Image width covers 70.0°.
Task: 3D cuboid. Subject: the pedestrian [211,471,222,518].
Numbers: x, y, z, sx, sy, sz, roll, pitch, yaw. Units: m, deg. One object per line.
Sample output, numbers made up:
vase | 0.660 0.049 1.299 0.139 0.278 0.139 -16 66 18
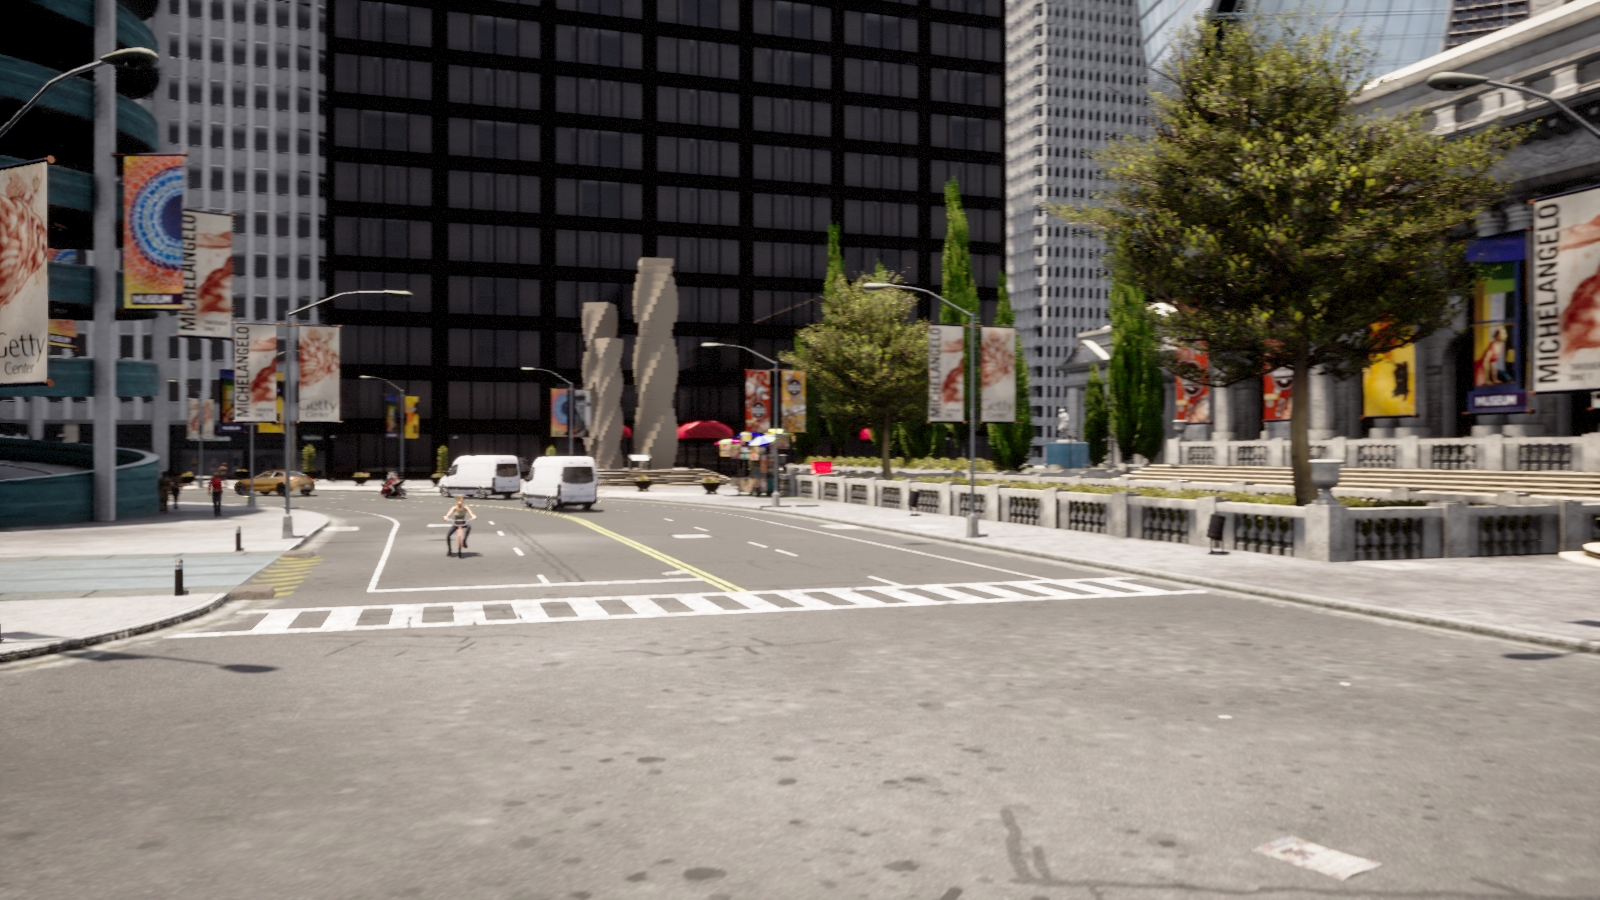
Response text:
pedestrian | -23.142 1.751 45.315 0.375 1.860 0.375 0 0 -31

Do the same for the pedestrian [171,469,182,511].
pedestrian | -27.703 1.757 50.791 0.375 1.860 0.375 0 0 -21

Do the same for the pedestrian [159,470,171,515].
pedestrian | -26.565 1.754 47.773 0.375 1.860 0.375 0 0 -20

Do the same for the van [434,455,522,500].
van | -19.250 1.616 68.208 5.915 2.561 1.988 0 0 39

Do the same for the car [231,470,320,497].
car | -32.876 2.078 71.620 5.027 1.651 2.152 0 0 20

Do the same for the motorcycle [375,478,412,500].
motorcycle | -23.989 2.285 67.359 2.209 1.251 0.867 0 1 33

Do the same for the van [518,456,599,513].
van | -11.725 1.601 55.164 1.988 2.561 5.915 0 0 -31
